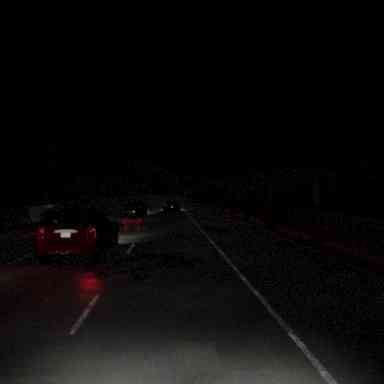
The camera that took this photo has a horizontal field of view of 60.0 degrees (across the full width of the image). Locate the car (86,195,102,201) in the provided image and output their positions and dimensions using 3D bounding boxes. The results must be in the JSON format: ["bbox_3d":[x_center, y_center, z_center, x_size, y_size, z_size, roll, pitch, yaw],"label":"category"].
[{"bbox_3d":[-18.159,1.786,63.035,1.895,1.301,4.718,0,0,-4],"label":"car"}]

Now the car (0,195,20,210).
[{"bbox_3d":[-19.734,1.346,33.457,2.150,2.045,5.566,0,0,-4],"label":"car"}]

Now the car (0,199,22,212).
[{"bbox_3d":[-23.833,1.702,42.262,2.033,1.411,5.357,0,0,-4],"label":"car"}]

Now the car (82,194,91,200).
[{"bbox_3d":[-22.412,1.699,74.028,1.882,1.535,5.008,0,0,-4],"label":"car"}]

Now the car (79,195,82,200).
[{"bbox_3d":[-26.547,1.471,83.183,2.150,2.045,5.566,0,0,-4],"label":"car"}]

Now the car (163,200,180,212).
[{"bbox_3d":[-2.444,1.660,40.047,1.994,1.385,4.181,0,0,-4],"label":"car"}]

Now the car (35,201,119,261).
[{"bbox_3d":[-4.123,1.391,12.652,2.097,1.767,4.553,0,0,-3],"label":"car"}]

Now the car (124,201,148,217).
[{"bbox_3d":[-5.438,1.578,32.492,2.128,1.511,4.902,0,0,-4],"label":"car"}]
